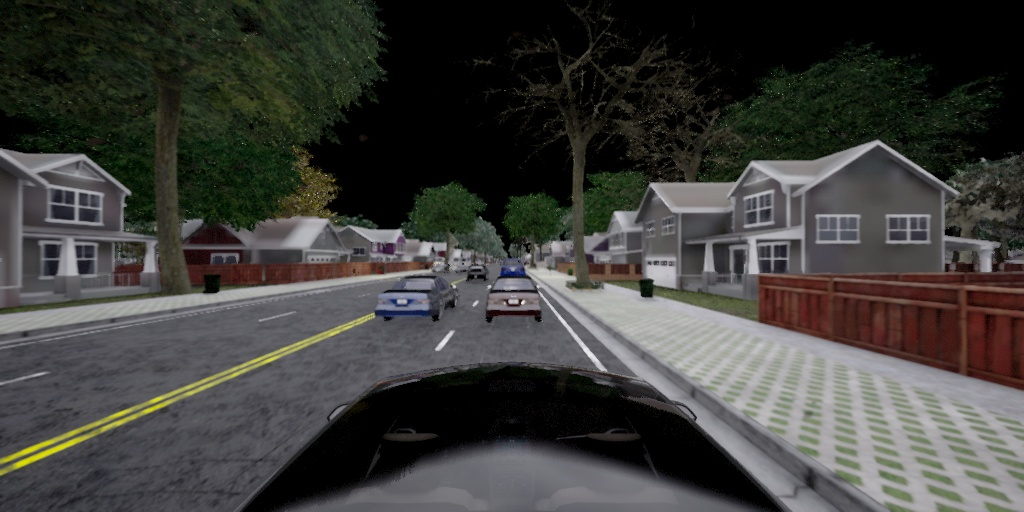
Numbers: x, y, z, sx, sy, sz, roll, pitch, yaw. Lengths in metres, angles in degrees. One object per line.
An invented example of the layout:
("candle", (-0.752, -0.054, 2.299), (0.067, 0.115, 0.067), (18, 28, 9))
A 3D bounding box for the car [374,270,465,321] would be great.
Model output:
("car", (-3.185, 1.397, 12.956), (2.033, 1.411, 5.357), (0, 0, 1))

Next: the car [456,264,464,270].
("car", (-6.586, 1.822, 49.386), (1.994, 1.385, 4.181), (0, -1, 0))

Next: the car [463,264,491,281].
("car", (-3.162, 1.575, 33.990), (1.837, 1.490, 4.892), (0, 0, 0))

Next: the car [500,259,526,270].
("car", (0.087, 1.276, 32.650), (2.150, 2.045, 5.566), (0, 0, 0))

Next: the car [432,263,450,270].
("car", (-9.835, 1.756, 49.826), (2.128, 1.511, 4.902), (0, -1, 0))

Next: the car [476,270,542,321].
("car", (0.067, 1.397, 12.957), (2.033, 1.411, 5.357), (0, 0, 0))

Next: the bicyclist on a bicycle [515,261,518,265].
("bicyclist on a bicycle", (0.888, 1.865, 61.418), (0.582, 1.620, 1.656), (0, -1, 0))
